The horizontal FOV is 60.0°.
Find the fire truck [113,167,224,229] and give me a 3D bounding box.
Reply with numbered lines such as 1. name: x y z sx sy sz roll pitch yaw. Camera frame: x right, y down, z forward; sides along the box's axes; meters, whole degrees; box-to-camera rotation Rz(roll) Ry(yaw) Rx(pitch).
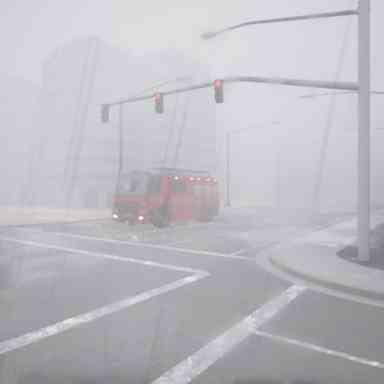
1. fire truck: -1.366 0.328 23.053 2.891 3.827 8.468 0 0 35
